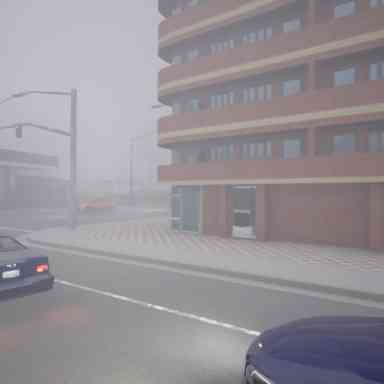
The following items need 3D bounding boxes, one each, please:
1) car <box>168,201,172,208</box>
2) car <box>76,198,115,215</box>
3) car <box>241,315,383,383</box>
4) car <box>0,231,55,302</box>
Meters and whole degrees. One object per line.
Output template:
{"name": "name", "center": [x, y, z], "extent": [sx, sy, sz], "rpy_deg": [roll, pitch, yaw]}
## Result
{"name": "car", "center": [-1.432, 1.538, 46.922], "extent": [2.128, 1.511, 4.902], "rpy_deg": [0, 0, 34]}
{"name": "car", "center": [-10.116, 1.364, 34.168], "extent": [2.097, 1.767, 4.553], "rpy_deg": [0, 0, 34]}
{"name": "car", "center": [2.581, 1.536, 2.152], "extent": [4.674, 1.442, 1.812], "rpy_deg": [0, 0, 35]}
{"name": "car", "center": [-5.269, 1.545, 7.650], "extent": [5.357, 1.411, 2.033], "rpy_deg": [0, 0, 38]}
